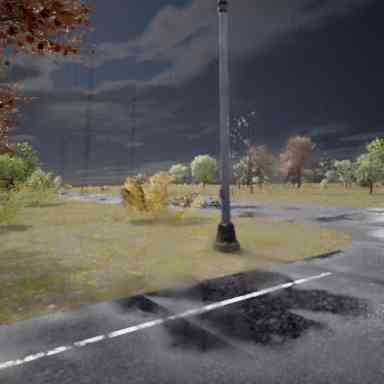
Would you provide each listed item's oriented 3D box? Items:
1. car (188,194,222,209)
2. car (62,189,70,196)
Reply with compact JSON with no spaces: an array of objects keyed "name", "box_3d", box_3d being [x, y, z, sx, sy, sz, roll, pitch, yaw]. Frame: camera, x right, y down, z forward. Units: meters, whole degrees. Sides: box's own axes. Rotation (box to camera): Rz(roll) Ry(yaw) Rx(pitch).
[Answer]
[{"name":"car","box_3d":[1.055,0.897,33.017,1.994,1.385,4.181,-2,2,-35]},{"name":"car","box_3d":[-29.916,0.122,79.333,1.837,1.490,4.892,-2,2,-28]}]
